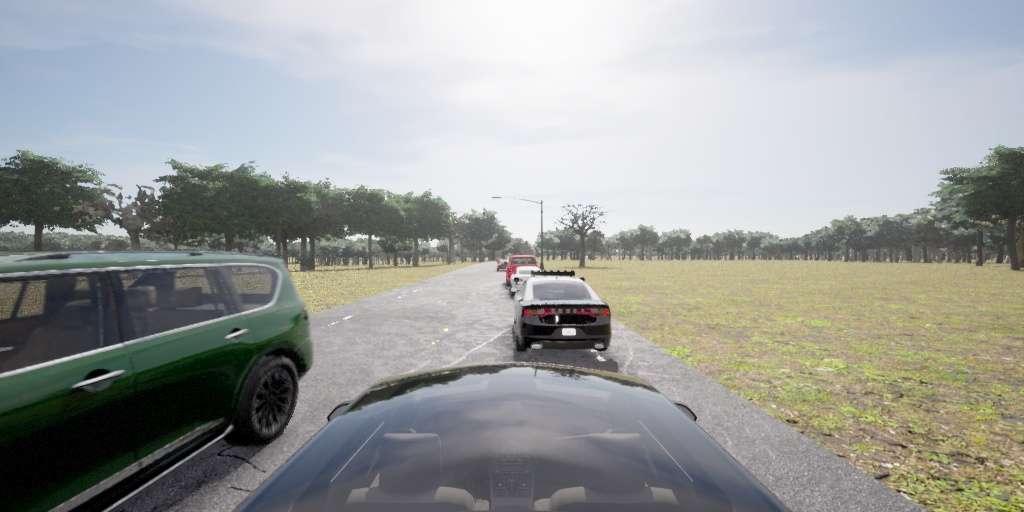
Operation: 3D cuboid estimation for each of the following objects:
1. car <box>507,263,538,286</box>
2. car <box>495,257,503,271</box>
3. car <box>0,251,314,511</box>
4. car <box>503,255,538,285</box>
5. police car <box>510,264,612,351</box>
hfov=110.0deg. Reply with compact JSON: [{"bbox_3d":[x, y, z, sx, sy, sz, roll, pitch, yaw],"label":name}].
[{"bbox_3d":[0.837,1.274,19.024,1.812,1.442,4.674,0,0,-1],"label":"car"},{"bbox_3d":[-1.071,1.287,49.180,1.812,1.442,4.674,0,0,-1],"label":"car"},{"bbox_3d":[-3.614,0.971,2.345,2.150,2.045,5.566,0,0,0],"label":"car"},{"bbox_3d":[0.668,0.972,25.071,2.150,2.045,5.566,0,0,-2],"label":"car"},{"bbox_3d":[1.009,1.174,9.098,1.930,1.638,5.238,0,0,-1],"label":"police car"}]
